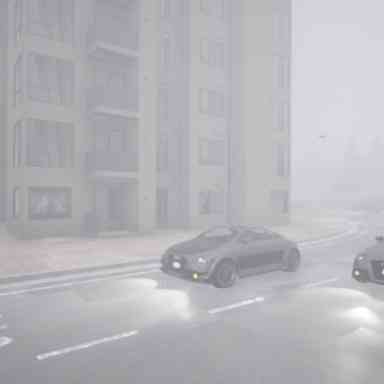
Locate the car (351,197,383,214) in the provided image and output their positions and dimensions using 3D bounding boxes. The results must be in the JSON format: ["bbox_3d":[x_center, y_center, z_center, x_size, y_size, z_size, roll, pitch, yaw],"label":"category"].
[{"bbox_3d":[22.166,1.580,40.935,2.150,2.045,5.566,0,0,-13],"label":"car"}]

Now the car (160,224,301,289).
[{"bbox_3d":[1.195,1.618,9.378,4.181,1.385,1.994,1,0,-38],"label":"car"}]

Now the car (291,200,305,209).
[{"bbox_3d":[15.873,1.984,54.222,1.895,1.301,4.718,1,0,-33],"label":"car"}]

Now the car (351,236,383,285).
[{"bbox_3d":[5.951,1.648,8.672,4.181,1.385,1.994,1,0,-39],"label":"car"}]
